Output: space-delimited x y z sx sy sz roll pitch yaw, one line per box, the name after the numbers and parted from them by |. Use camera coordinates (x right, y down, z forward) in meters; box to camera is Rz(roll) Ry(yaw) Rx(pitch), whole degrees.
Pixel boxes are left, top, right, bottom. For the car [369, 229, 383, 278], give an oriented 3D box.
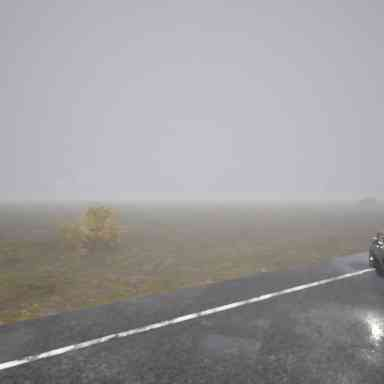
7.062 1.219 8.919 5.566 2.045 2.150 0 0 -35 | car
